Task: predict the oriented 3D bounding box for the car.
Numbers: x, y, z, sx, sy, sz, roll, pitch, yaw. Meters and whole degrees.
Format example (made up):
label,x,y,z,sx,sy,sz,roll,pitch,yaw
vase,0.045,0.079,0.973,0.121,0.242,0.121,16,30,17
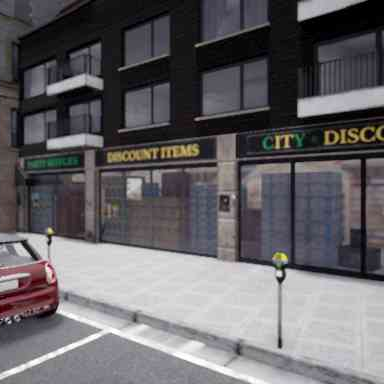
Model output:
label,x,y,z,sx,sy,sz,roll,pitch,yaw
car,-4.355,1.450,6.186,4.097,1.590,1.967,0,0,36
